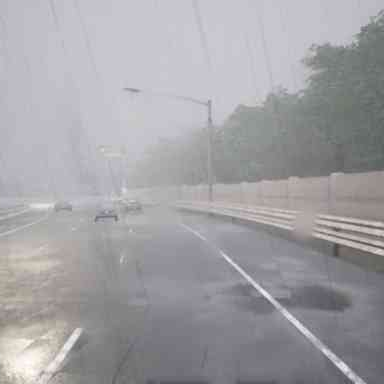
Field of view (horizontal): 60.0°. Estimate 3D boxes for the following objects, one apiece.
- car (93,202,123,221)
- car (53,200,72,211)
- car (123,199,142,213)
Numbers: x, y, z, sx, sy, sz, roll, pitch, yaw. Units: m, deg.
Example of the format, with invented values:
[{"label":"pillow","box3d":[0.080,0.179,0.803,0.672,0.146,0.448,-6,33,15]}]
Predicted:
[{"label":"car","box3d":[-7.235,1.622,27.867,2.033,1.411,5.357,-1,0,-16]},{"label":"car","box3d":[-16.914,1.745,43.424,1.994,1.385,4.181,-1,0,-26]},{"label":"car","box3d":[-6.980,1.561,37.951,2.128,1.511,4.902,-1,0,-21]}]
